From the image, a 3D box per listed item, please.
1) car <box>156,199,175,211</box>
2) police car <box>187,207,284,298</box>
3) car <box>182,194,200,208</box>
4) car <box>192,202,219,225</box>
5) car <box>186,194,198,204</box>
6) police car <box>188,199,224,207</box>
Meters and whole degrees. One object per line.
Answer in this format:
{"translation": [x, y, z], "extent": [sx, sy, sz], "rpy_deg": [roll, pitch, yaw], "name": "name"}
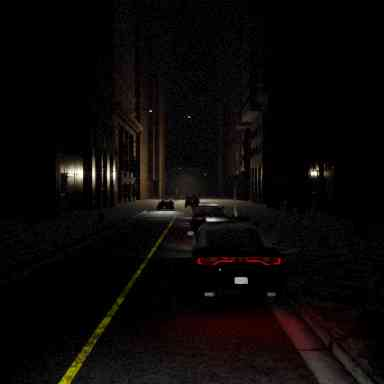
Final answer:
{"translation": [-3.068, 1.524, 39.342], "extent": [1.994, 1.385, 4.181], "rpy_deg": [0, 0, 0], "name": "car"}
{"translation": [0.906, 1.421, 8.696], "extent": [1.930, 1.638, 5.238], "rpy_deg": [0, 0, 0], "name": "police car"}
{"translation": [0.054, 1.299, 46.789], "extent": [2.097, 1.767, 4.553], "rpy_deg": [0, 0, 0], "name": "car"}
{"translation": [0.920, 1.507, 24.588], "extent": [1.812, 1.442, 4.674], "rpy_deg": [0, 0, 0], "name": "car"}
{"translation": [0.050, 1.272, 60.082], "extent": [2.097, 1.767, 4.553], "rpy_deg": [0, 0, 0], "name": "car"}
{"translation": [0.915, 1.413, 18.698], "extent": [1.930, 1.638, 5.238], "rpy_deg": [0, 0, 0], "name": "police car"}
